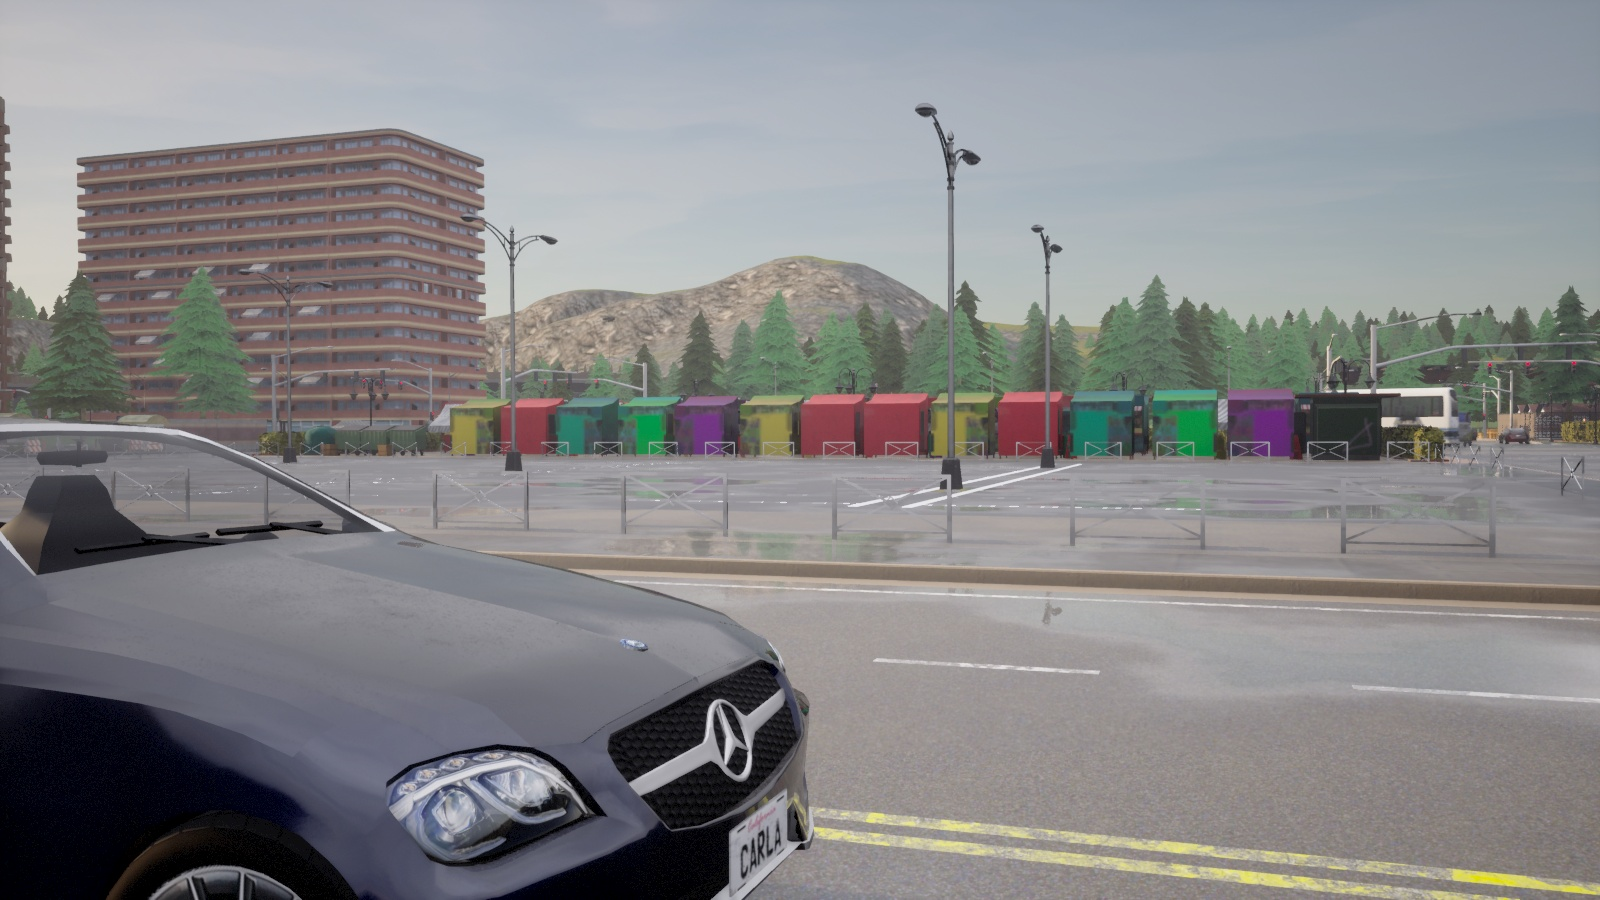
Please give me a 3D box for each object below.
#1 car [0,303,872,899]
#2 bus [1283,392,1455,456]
[{"bbox_3d":[-2.485,0.531,4.025,5.027,1.651,2.152,1,1,19],"label":"car"},{"bbox_3d":[39.529,-1.803,87.502,10.273,4.253,3.944,1,2,36],"label":"bus"}]
